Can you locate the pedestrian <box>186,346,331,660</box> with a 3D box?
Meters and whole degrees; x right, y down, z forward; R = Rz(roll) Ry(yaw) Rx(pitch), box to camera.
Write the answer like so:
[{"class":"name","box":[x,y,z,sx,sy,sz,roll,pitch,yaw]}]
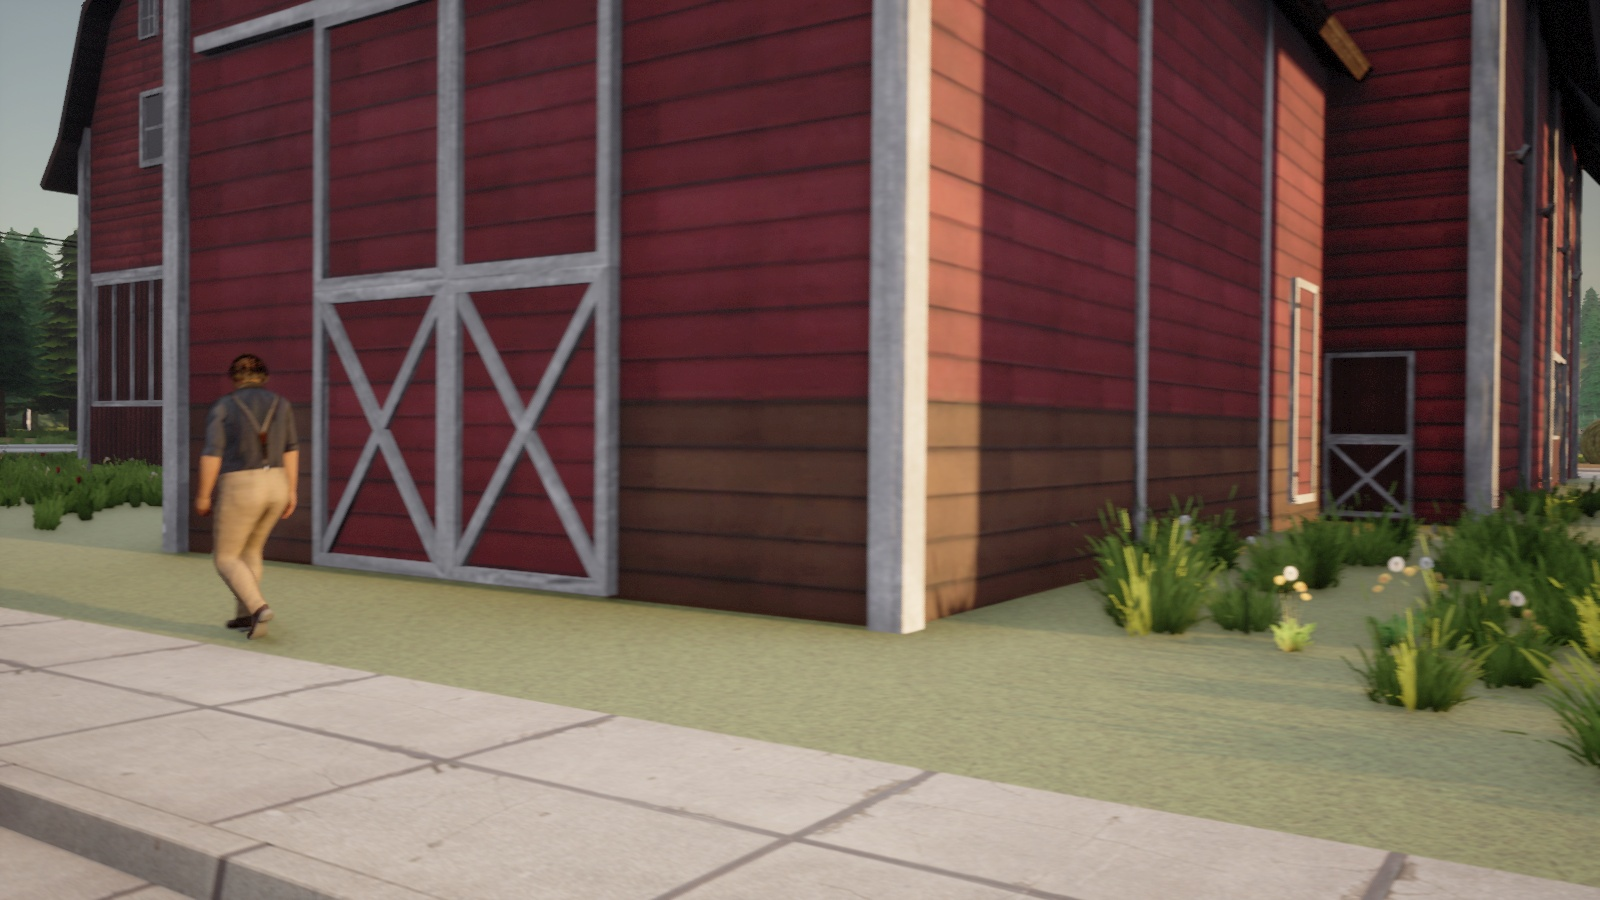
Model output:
[{"class":"pedestrian","box":[-3.371,0.309,7.818,0.694,1.848,0.540,0,1,39]}]
